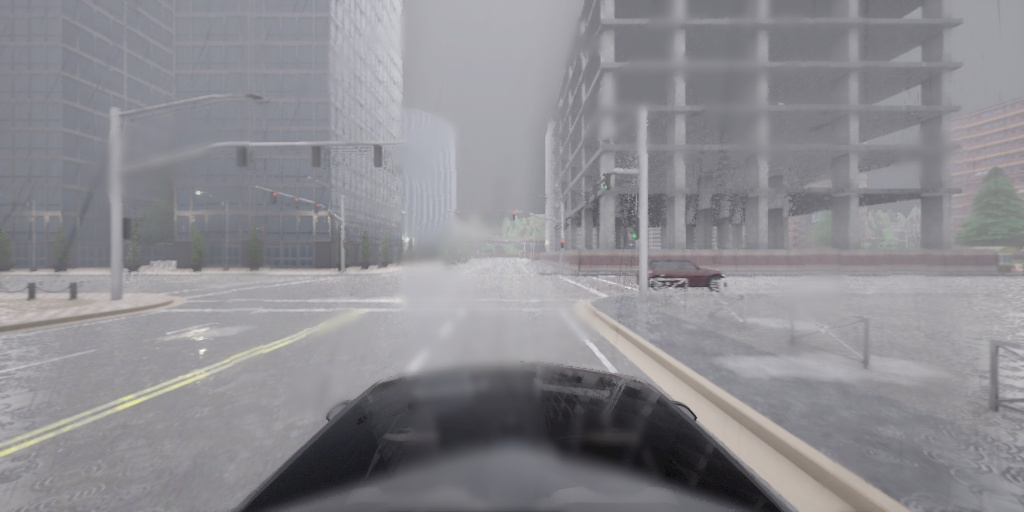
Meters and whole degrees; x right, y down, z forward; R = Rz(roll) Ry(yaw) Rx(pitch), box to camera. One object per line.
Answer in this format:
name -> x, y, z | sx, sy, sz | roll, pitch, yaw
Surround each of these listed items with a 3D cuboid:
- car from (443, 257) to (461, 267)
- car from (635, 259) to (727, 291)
car -> -10.504, 1.103, 61.761 | 1.994, 1.385, 4.181 | 0, 0, 1
car -> 9.359, 0.968, 19.917 | 4.553, 1.767, 2.097 | 0, 0, -1
